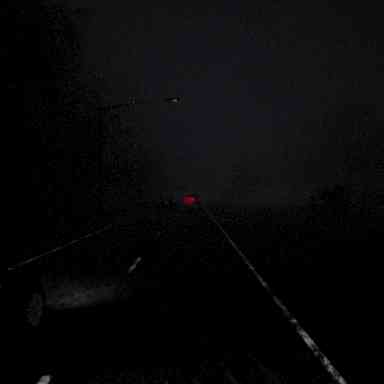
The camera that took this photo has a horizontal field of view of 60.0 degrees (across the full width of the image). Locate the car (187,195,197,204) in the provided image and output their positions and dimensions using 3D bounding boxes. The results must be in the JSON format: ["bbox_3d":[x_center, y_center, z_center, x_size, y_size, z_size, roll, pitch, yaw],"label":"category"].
[{"bbox_3d":[0.025,1.395,63.459,1.812,1.442,4.674,0,0,0],"label":"car"}]

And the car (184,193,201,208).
[{"bbox_3d":[0.117,1.125,46.532,2.150,2.045,5.566,0,0,0],"label":"car"}]

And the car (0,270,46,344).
[{"bbox_3d":[-3.400,1.517,3.745,1.812,1.442,4.674,0,0,0],"label":"car"}]

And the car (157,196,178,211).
[{"bbox_3d":[-2.800,1.268,39.169,2.097,1.767,4.553,0,0,2],"label":"car"}]
